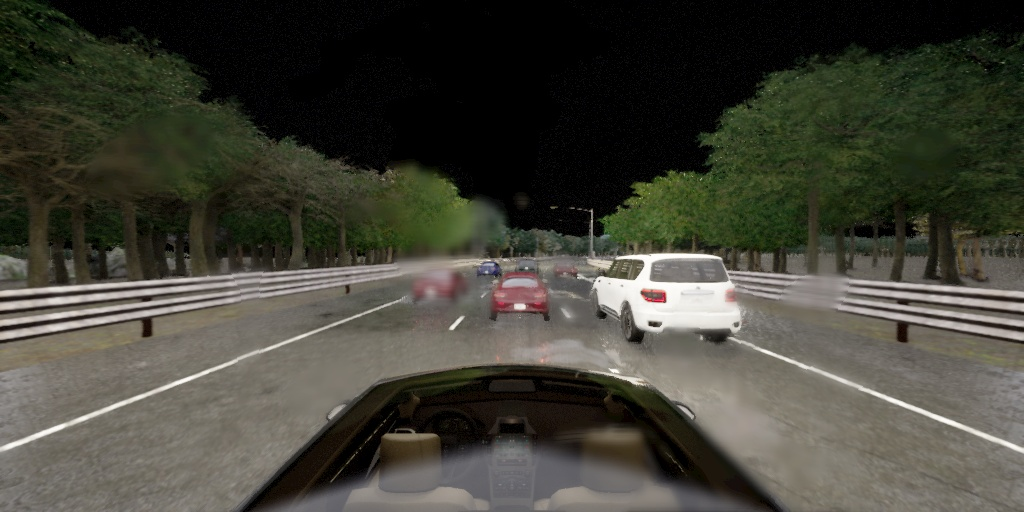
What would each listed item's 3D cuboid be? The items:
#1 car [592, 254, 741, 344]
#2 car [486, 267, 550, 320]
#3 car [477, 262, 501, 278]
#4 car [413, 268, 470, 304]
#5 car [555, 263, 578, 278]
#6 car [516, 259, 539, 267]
[{"bbox_3d":[3.723,0.968,9.739,2.150,2.045,5.566,0,0,1],"label":"car"},{"bbox_3d":[0.302,1.266,12.458,1.812,1.442,4.674,0,0,2],"label":"car"},{"bbox_3d":[-2.049,1.239,33.669,1.812,1.442,4.674,0,0,4],"label":"car"},{"bbox_3d":[-3.073,1.258,16.274,1.812,1.442,4.674,0,0,2],"label":"car"},{"bbox_3d":[4.952,1.322,33.325,1.895,1.301,4.718,0,0,5],"label":"car"},{"bbox_3d":[1.426,1.070,32.989,2.097,1.767,4.553,0,0,4],"label":"car"}]
